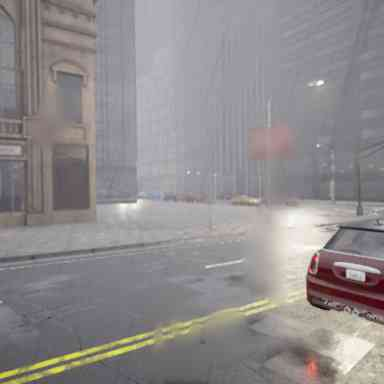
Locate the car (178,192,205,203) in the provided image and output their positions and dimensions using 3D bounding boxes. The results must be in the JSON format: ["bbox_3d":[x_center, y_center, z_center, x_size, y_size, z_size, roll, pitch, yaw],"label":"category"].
[{"bbox_3d":[0.305,1.049,52.059,1.887,1.381,4.507,-1,1,-35],"label":"car"}]

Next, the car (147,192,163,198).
[{"bbox_3d":[-8.919,0.660,79.957,1.802,1.307,4.206,-1,1,-35],"label":"car"}]

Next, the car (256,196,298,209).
[{"bbox_3d":[10.022,1.187,38.264,1.887,1.381,4.507,-1,1,-35],"label":"car"}]

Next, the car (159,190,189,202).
[{"bbox_3d":[-2.935,0.770,56.655,2.192,1.841,5.009,-1,1,-35],"label":"car"}]

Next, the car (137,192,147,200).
[{"bbox_3d":[-9.413,0.903,65.855,2.008,1.369,4.403,-1,1,-35],"label":"car"}]

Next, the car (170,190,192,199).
[{"bbox_3d":[-2.442,0.503,70.757,2.192,1.841,5.009,-1,1,-35],"label":"car"}]

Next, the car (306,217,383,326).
[{"bbox_3d":[4.291,1.299,6.413,4.553,1.767,2.097,0,0,-35],"label":"car"}]

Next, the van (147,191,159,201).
[{"bbox_3d":[-6.174,0.746,61.254,1.690,1.788,3.998,-1,1,-35],"label":"van"}]

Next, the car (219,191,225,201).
[{"bbox_3d":[7.275,0.906,56.966,1.947,1.339,4.313,-1,1,-35],"label":"car"}]

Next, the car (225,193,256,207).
[{"bbox_3d":[6.881,1.125,42.723,1.752,1.417,4.829,-1,1,-35],"label":"car"}]

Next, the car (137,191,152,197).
[{"bbox_3d":[-12.158,0.567,84.555,1.887,1.381,4.507,-1,1,-35],"label":"car"}]

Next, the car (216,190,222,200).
[{"bbox_3d":[4.036,0.606,61.561,2.192,1.841,5.009,-1,1,-35],"label":"car"}]
